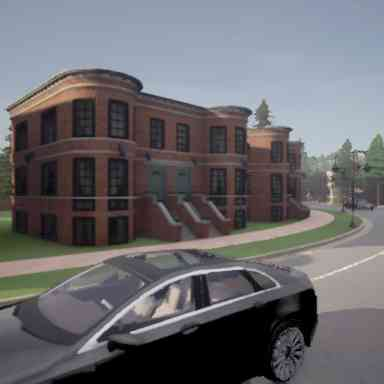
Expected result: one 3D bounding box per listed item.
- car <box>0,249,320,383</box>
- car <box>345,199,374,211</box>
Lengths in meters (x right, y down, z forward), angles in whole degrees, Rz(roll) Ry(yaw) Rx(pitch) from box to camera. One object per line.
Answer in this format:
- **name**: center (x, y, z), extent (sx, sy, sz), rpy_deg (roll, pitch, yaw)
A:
- **car**: center (-0.513, 1.504, 3.807), extent (4.902, 1.511, 2.128), rpy_deg (0, 0, -37)
- **car**: center (21.346, 1.606, 42.501), extent (2.128, 1.511, 4.902), rpy_deg (0, 0, 1)
